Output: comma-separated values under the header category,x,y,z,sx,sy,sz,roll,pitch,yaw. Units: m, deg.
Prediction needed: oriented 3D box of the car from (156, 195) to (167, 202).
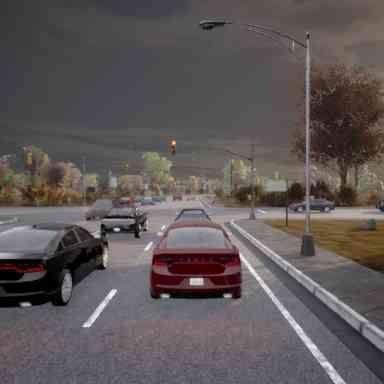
category,x,y,z,sx,sy,sz,roll,pitch,yaw
car,-7.247,1.540,79.703,2.033,1.411,5.357,0,0,0

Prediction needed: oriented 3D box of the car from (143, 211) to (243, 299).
category,x,y,z,sx,sy,sz,roll,pitch,yaw
car,0.076,1.478,8.518,1.882,1.535,5.008,0,0,0

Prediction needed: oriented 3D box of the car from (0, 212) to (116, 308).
category,x,y,z,sx,sy,sz,roll,pitch,yaw
car,-3.422,1.478,8.041,1.882,1.535,5.008,0,0,0

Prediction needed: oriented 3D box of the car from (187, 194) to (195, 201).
category,x,y,z,sx,sy,sz,roll,pitch,yaw
car,-0.262,1.348,85.711,2.097,1.767,4.553,0,0,0

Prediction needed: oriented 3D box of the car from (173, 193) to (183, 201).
category,x,y,z,sx,sy,sz,roll,pitch,yaw
car,-3.761,1.217,85.344,2.150,2.045,5.566,0,0,0

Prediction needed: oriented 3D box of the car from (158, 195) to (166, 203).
category,x,y,z,sx,sy,sz,roll,pitch,yaw
car,-7.215,1.547,69.079,2.033,1.411,5.357,0,0,0

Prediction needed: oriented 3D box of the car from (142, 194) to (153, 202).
category,x,y,z,sx,sy,sz,roll,pitch,yaw
car,-10.748,1.355,80.149,2.097,1.767,4.553,0,0,0

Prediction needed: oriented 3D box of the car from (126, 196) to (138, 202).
category,x,y,z,sx,sy,sz,roll,pitch,yaw
car,-10.753,1.477,54.956,1.882,1.535,5.008,0,0,0

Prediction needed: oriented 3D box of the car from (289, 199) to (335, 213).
category,x,y,z,sx,sy,sz,roll,pitch,yaw
car,13.267,1.505,36.912,4.892,1.490,1.837,0,0,3

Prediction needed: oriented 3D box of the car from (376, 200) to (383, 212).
category,x,y,z,sx,sy,sz,roll,pitch,yaw
car,23.265,1.212,36.401,5.566,2.045,2.150,0,0,3

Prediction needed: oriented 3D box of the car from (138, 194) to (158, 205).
category,x,y,z,sx,sy,sz,roll,pitch,yaw
car,-7.259,1.525,55.347,1.812,1.442,4.674,0,0,0

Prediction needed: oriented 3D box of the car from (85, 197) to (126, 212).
category,x,y,z,sx,sy,sz,roll,pitch,yaw
car,-7.182,1.352,27.402,2.097,1.767,4.553,0,0,0

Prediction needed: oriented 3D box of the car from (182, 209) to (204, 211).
category,x,y,z,sx,sy,sz,roll,pitch,yaw
car,0.049,1.564,17.507,1.994,1.385,4.181,0,0,0

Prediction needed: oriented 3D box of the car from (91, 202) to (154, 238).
category,x,y,z,sx,sy,sz,roll,pitch,yaw
car,-3.445,1.491,17.527,2.128,1.511,4.902,0,0,-1
